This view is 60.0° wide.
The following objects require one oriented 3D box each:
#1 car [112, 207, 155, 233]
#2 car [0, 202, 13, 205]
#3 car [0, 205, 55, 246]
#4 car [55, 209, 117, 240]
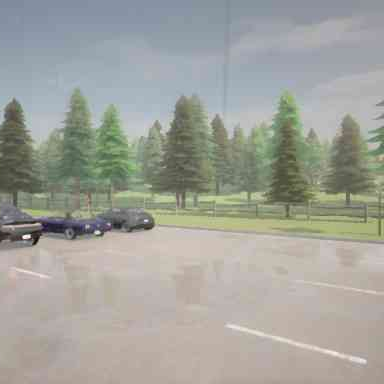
[{"bbox_3d":[-4.204,1.570,19.765,4.181,1.385,1.994,0,0,36],"label":"car"},{"bbox_3d":[-16.415,1.570,28.476,4.181,1.385,1.994,0,0,36],"label":"car"},{"bbox_3d":[-8.269,1.492,14.066,4.902,1.511,2.128,0,0,36],"label":"car"},{"bbox_3d":[-6.261,1.614,16.933,4.718,1.301,1.895,0,0,36],"label":"car"}]
